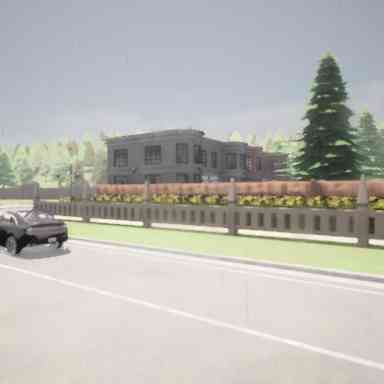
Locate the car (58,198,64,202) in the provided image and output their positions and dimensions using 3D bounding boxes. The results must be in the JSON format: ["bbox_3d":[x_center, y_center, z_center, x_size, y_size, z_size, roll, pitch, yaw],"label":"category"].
[{"bbox_3d":[-24.195,1.442,66.315,1.882,1.535,5.008,0,0,36],"label":"car"}]

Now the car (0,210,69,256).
[{"bbox_3d":[-6.897,1.483,13.168,4.902,1.511,2.128,0,0,36],"label":"car"}]

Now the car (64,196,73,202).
[{"bbox_3d":[-21.373,1.466,64.260,2.128,1.511,4.902,0,0,36],"label":"car"}]
